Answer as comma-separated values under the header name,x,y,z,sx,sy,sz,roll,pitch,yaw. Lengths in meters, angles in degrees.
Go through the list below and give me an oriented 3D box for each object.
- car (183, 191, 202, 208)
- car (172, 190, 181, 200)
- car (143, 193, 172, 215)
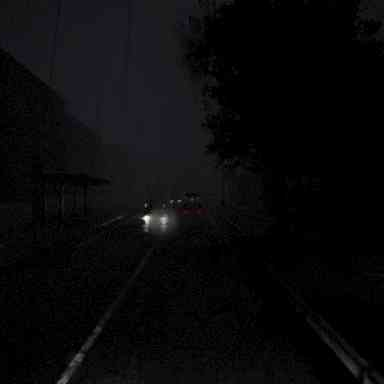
name,x,y,z,sx,sy,sz,roll,pitch,yaw
car,0.053,0.935,42.853,2.150,2.045,5.566,0,1,1
car,-3.548,0.679,72.980,2.150,2.045,5.566,0,0,0
car,-3.357,1.177,31.872,2.097,1.767,4.553,0,1,0
